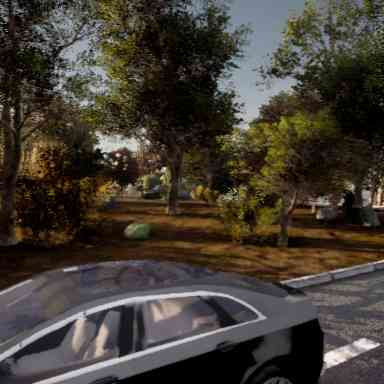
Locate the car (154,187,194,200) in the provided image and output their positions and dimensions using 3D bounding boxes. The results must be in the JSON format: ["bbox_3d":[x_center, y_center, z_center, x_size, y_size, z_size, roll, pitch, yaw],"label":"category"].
[{"bbox_3d":[-1.846,0.469,44.149,5.357,1.411,2.033,1,0,-26],"label":"car"}]

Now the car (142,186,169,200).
[{"bbox_3d":[-4.270,0.110,46.870,5.566,2.045,2.150,0,0,-27],"label":"car"}]

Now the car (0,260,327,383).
[{"bbox_3d":[-0.975,1.465,2.890,4.902,1.511,2.128,0,0,-30],"label":"car"}]
